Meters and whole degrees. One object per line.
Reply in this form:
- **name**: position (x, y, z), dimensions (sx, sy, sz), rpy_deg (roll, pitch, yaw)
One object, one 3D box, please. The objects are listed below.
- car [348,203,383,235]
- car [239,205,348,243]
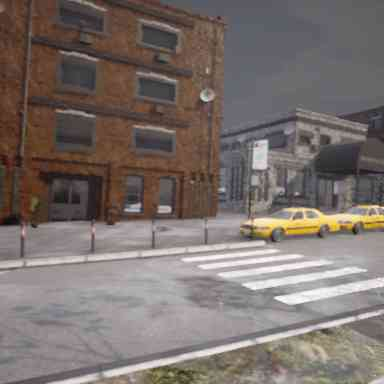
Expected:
- **car**: position (9.669, 1.445, 18.799), dimensions (5.366, 1.575, 1.946), rpy_deg (0, 0, -29)
- **car**: position (4.811, 1.454, 16.173), dimensions (5.366, 1.575, 1.946), rpy_deg (0, 0, -28)
